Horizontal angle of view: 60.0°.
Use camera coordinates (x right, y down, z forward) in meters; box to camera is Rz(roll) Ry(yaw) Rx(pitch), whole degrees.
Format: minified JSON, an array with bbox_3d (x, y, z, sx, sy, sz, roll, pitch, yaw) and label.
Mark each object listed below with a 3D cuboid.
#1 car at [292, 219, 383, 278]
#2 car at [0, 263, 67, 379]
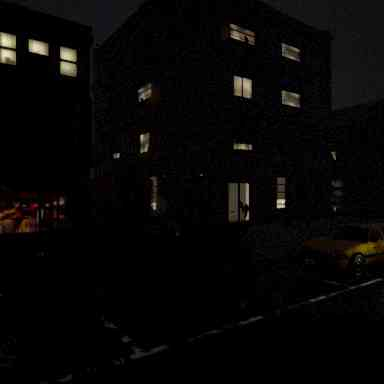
[{"bbox_3d":[5.056,1.526,10.177,4.829,1.417,1.752,0,0,-36],"label":"car"},{"bbox_3d":[-3.795,1.551,3.854,4.403,1.369,2.008,0,0,-36],"label":"car"}]
